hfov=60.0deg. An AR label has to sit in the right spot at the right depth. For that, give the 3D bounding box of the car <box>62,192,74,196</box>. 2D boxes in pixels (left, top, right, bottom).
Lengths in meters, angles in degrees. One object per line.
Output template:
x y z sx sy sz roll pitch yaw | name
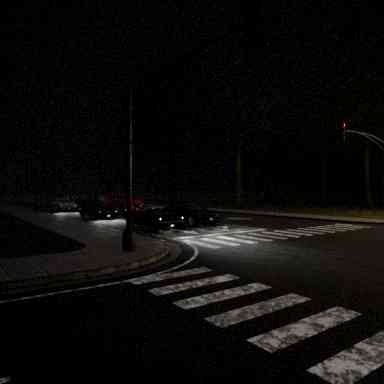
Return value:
-21.443 1.038 57.730 2.150 2.045 5.566 0 0 -36 | car

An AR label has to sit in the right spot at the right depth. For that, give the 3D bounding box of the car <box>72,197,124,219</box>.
-8.035 1.454 28.051 2.033 1.411 5.357 0 0 -36 | car

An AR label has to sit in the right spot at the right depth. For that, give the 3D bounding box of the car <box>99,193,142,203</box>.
-6.460 1.116 31.410 2.150 2.045 5.566 0 0 -36 | car

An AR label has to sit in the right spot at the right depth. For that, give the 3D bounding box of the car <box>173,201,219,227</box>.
-0.219 1.410 22.818 1.882 1.535 5.008 0 0 -35 | car

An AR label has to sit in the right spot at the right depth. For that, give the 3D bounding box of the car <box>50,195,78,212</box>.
-14.076 1.400 36.377 1.812 1.442 4.674 0 0 -36 | car

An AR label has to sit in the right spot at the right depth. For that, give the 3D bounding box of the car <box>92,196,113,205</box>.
-14.570 1.349 53.840 1.812 1.442 4.674 0 0 -36 | car

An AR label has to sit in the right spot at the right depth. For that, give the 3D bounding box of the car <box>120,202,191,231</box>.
-2.369 1.542 20.242 1.895 1.301 4.718 0 0 -36 | car

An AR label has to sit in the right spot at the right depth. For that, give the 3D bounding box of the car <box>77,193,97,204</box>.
-18.779 1.163 59.593 2.097 1.767 4.553 0 0 -36 | car

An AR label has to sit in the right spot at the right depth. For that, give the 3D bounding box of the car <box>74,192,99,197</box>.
-15.626 1.186 49.813 2.097 1.767 4.553 0 0 -35 | car
